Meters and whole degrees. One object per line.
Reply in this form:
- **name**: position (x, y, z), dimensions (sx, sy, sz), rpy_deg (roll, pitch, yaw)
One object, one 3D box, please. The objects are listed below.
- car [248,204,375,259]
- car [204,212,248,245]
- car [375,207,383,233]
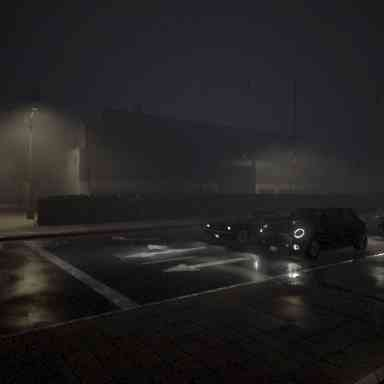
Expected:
- **car**: position (4.632, 1.352, 12.660), dimensions (4.553, 1.767, 2.097), rpy_deg (0, 0, -34)
- **car**: position (2.910, 1.601, 15.715), dimensions (4.718, 1.301, 1.895), rpy_deg (0, 0, -34)
- **car**: position (12.099, 1.478, 17.769), dimensions (5.008, 1.535, 1.882), rpy_deg (0, 0, -35)
